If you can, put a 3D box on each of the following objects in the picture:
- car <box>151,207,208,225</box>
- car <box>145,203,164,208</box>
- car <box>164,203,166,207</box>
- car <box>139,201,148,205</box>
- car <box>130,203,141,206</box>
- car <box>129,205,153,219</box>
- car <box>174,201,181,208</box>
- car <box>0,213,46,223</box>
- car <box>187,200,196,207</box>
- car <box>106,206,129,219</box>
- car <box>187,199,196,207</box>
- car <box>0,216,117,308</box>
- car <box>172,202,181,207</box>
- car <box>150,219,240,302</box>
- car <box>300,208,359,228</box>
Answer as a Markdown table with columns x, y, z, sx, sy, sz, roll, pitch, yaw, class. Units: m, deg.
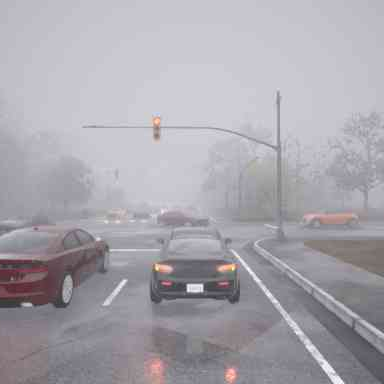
| x | y | z | sx | sy | sz | roll | pitch | yaw | class |
| --- | --- | --- | --- | --- | --- | --- | --- | --- | --- |
| -0.824 | 2.250 | 27.764 | 5.008 | 1.535 | 1.882 | -3 | -3 | 42 | car |
| -7.178 | 3.312 | 63.189 | 2.128 | 1.511 | 4.902 | 0 | 0 | 0 | car |
| -7.157 | 3.264 | 78.577 | 2.128 | 1.511 | 4.902 | 0 | 0 | 0 | car |
| -10.643 | 3.014 | 72.543 | 2.150 | 2.045 | 5.566 | 0 | 0 | 0 | car |
| -10.693 | 3.124 | 57.193 | 2.097 | 1.767 | 4.553 | 0 | -1 | 0 | car |
| -7.180 | 3.036 | 47.193 | 1.882 | 1.535 | 5.008 | 0 | -2 | 1 | car |
| -3.774 | 3.228 | 86.907 | 1.812 | 1.442 | 4.674 | 0 | 0 | -4 | car |
| -10.642 | 2.048 | 21.511 | 2.033 | 1.411 | 5.357 | 0 | -3 | 0 | car |
| -0.154 | 3.305 | 77.298 | 1.994 | 1.385 | 4.181 | 0 | 0 | 0 | car |
| -10.691 | 3.033 | 47.057 | 1.882 | 1.535 | 5.008 | 0 | -2 | 0 | car |
| -0.265 | 2.895 | 87.032 | 2.097 | 1.767 | 4.553 | 0 | 0 | -4 | car |
| -3.433 | 1.556 | 8.141 | 1.882 | 1.535 | 5.008 | 0 | -1 | 0 | car |
| -3.653 | 3.358 | 76.996 | 1.895 | 1.301 | 4.718 | 0 | 0 | 0 | car |
| 0.064 | 1.606 | 8.286 | 1.812 | 1.442 | 4.674 | 0 | -1 | 0 | car |
| 11.753 | 2.164 | 28.687 | 4.553 | 1.767 | 2.097 | 0 | -3 | -2 | car |
